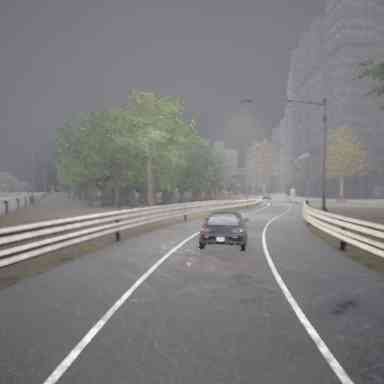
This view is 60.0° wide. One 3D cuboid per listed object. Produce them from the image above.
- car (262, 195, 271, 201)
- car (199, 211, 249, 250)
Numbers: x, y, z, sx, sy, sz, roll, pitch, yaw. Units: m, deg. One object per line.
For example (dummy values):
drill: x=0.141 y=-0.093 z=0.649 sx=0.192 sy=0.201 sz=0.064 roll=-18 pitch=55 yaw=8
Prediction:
car: x=19.532 y=1.475 z=87.481 sx=1.837 sy=1.490 sz=4.892 roll=0 pitch=0 yaw=2
car: x=1.441 y=1.540 z=14.282 sx=1.812 sy=1.442 sz=4.674 roll=0 pitch=0 yaw=10
